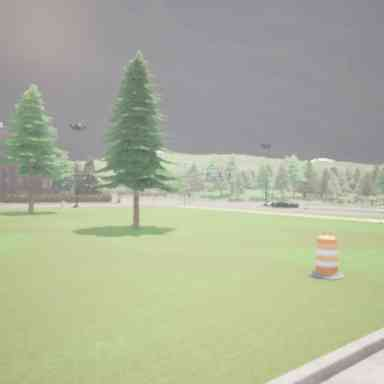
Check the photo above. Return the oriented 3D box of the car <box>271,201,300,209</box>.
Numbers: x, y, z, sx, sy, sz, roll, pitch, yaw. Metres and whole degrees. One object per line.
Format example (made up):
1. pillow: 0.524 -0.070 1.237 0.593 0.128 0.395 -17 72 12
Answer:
1. car: 15.526 2.092 55.377 1.895 1.301 4.718 1 0 -35
